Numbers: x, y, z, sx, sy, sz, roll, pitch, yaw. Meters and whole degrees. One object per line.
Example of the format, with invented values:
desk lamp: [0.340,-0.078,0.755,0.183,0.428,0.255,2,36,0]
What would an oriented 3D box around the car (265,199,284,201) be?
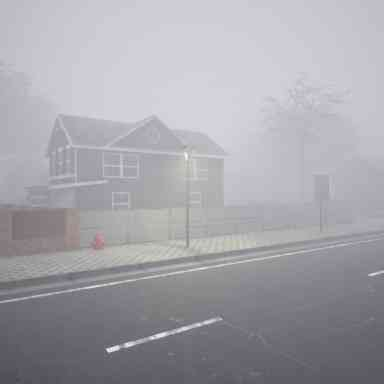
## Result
car: [9.780,1.532,38.723,2.128,1.511,4.902,0,0,-35]
